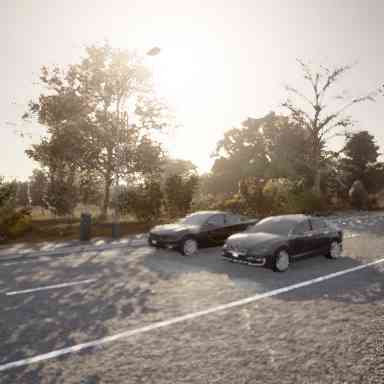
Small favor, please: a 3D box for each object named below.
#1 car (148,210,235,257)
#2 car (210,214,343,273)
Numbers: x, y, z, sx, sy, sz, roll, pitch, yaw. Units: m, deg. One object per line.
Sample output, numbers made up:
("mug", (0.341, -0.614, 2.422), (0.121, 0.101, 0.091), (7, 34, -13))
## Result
("car", (0.610, 1.505, 13.388), (5.008, 1.535, 1.882), (0, 0, -39))
("car", (3.122, 1.526, 10.918), (4.892, 1.490, 1.837), (0, 0, -39))
